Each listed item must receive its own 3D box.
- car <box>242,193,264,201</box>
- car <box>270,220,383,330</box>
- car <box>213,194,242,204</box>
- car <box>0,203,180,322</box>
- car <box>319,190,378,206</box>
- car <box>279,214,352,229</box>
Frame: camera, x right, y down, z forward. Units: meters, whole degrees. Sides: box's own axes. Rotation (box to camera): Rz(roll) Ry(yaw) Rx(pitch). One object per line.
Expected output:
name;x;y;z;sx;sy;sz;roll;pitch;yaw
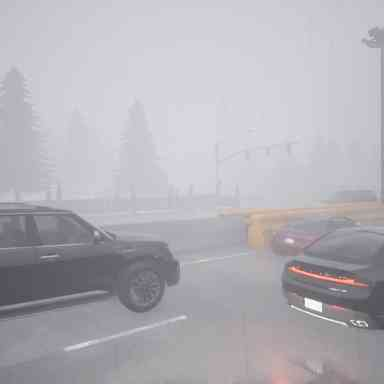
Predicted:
car;10.709;0.875;60.096;1.837;1.490;4.892;-1;1;-35
car;3.817;1.434;6.471;4.892;1.490;1.837;-1;1;-35
car;4.738;1.024;50.124;2.128;1.511;4.902;-1;1;-35
car;-2.903;1.217;5.974;5.566;2.045;2.150;0;0;-36
car;11.991;0.884;25.387;5.566;2.045;2.150;-1;0;-35
car;4.627;1.440;11.339;4.181;1.385;1.994;-1;1;-35
